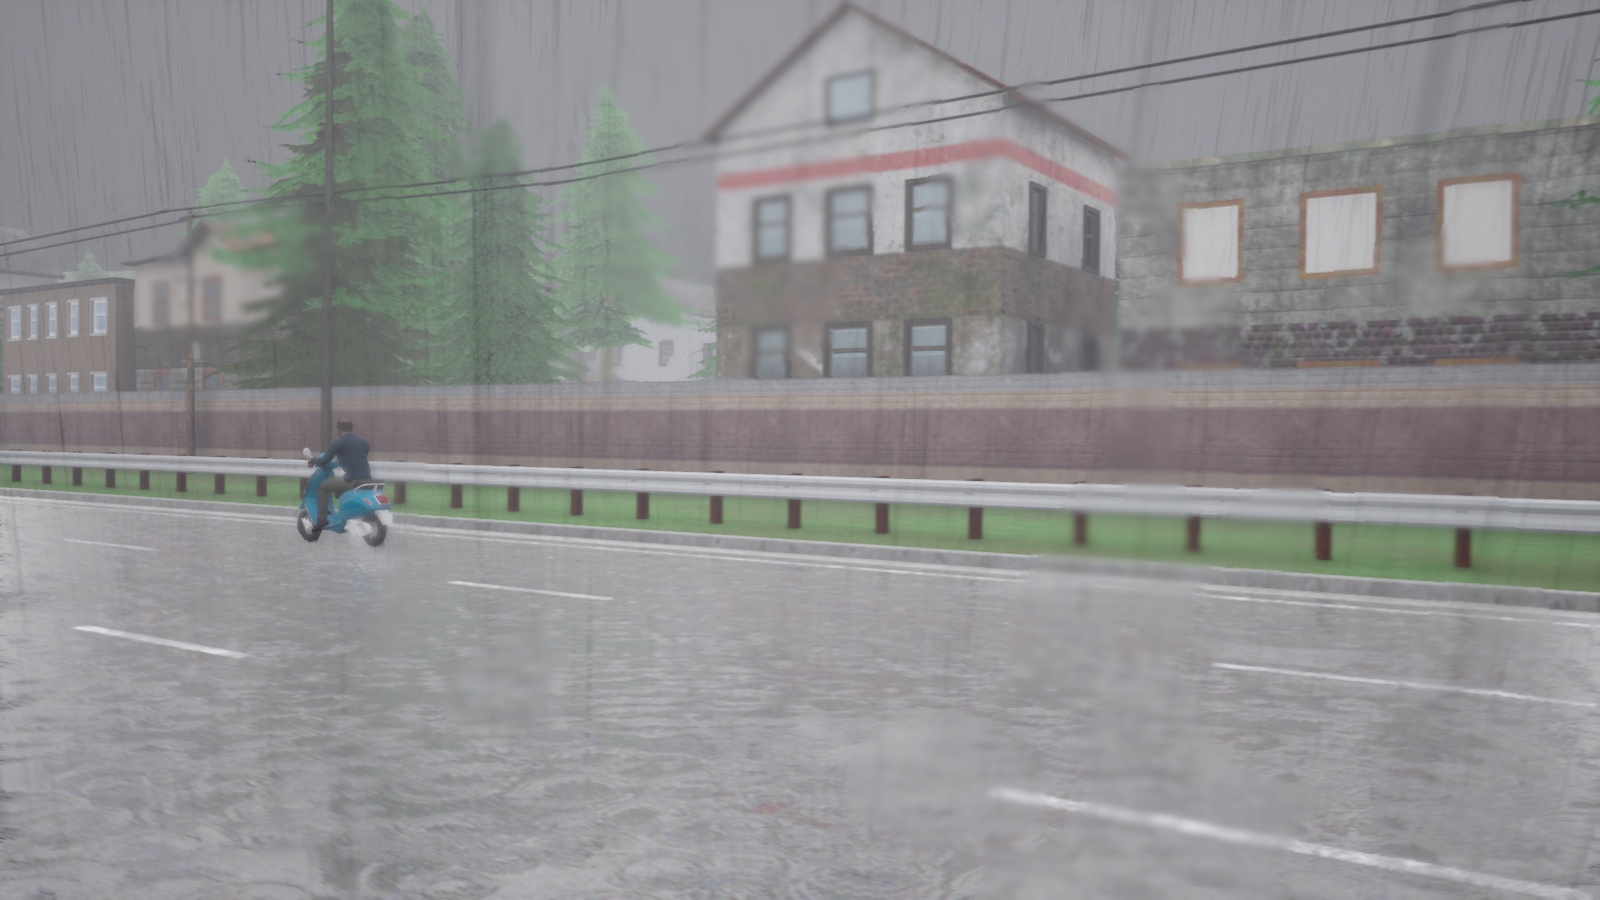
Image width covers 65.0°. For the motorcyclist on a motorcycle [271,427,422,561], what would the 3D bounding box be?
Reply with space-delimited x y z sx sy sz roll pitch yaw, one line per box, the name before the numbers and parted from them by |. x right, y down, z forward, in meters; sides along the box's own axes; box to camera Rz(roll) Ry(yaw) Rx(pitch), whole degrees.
motorcyclist on a motorcycle | -5.727 0.521 15.831 1.817 1.590 0.866 0 1 34
